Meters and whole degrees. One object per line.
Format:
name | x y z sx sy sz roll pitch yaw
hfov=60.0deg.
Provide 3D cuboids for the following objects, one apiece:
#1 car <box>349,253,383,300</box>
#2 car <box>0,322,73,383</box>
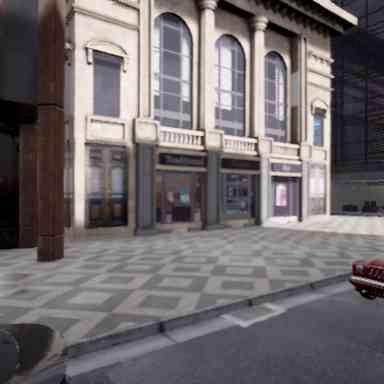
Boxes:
car | 5.477 1.607 7.232 4.718 1.301 1.895 0 0 -35
car | -2.961 1.504 1.259 4.892 1.490 1.837 0 0 -36
